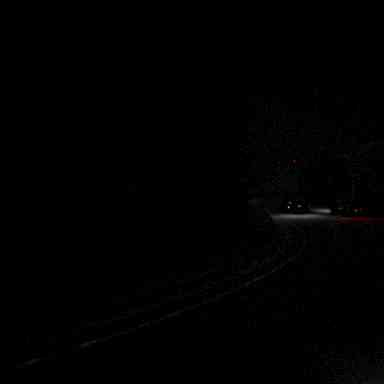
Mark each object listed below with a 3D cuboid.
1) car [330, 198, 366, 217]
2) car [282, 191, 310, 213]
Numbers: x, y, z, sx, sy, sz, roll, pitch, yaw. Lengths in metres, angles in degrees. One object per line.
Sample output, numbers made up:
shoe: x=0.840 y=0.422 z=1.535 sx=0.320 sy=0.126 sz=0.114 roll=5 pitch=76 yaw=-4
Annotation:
car: x=13.119 y=1.216 z=28.190 sx=2.128 sy=1.511 sz=4.902 roll=-1 pitch=0 yaw=10
car: x=10.442 y=0.960 z=33.659 sx=2.150 sy=2.045 sz=5.566 roll=-1 pitch=0 yaw=10
